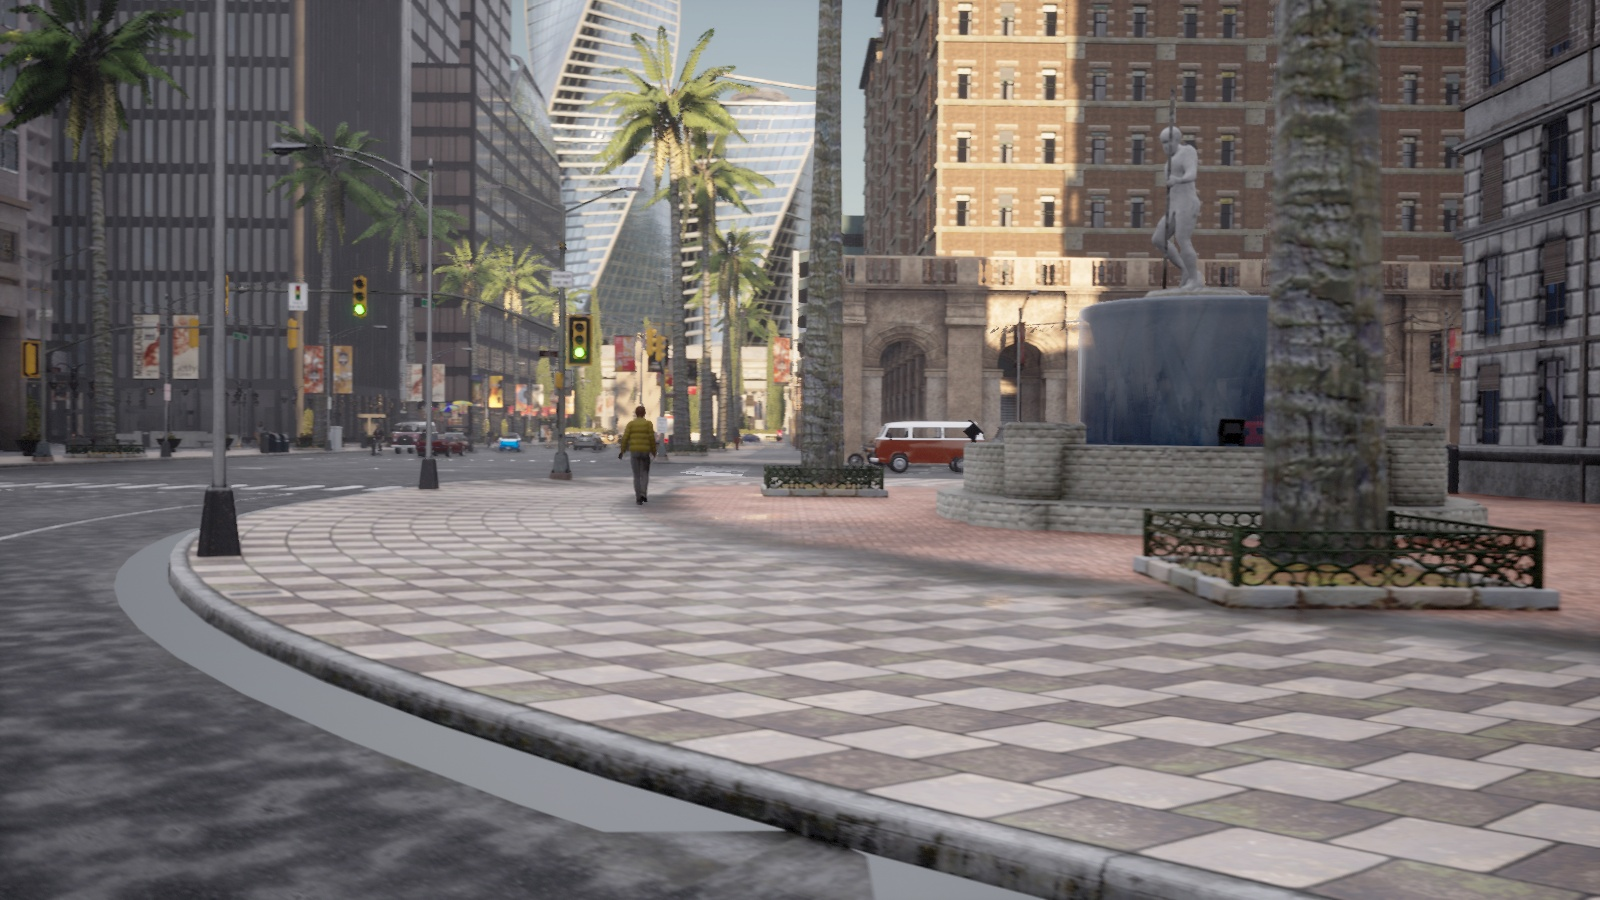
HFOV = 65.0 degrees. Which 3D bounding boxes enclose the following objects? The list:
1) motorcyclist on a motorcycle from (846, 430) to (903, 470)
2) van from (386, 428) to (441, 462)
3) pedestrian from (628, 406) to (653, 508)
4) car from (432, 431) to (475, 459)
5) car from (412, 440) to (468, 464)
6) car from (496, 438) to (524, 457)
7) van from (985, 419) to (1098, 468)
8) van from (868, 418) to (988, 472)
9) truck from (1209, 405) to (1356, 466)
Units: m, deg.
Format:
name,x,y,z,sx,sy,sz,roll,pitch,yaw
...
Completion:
name,x,y,z,sx,sy,sz,roll,pitch,yaw
motorcyclist on a motorcycle,3.131,-0.016,52.919,2.350,1.649,0.766,-1,1,0
van,-24.069,-0.338,78.419,2.069,2.038,4.480,0,1,0
pedestrian,-2.907,0.122,22.945,0.370,1.835,0.726,0,1,-1
car,-24.116,-0.382,87.591,1.905,1.878,3.866,0,1,0
car,-20.535,0.093,71.836,1.895,1.301,4.718,0,1,-1
car,-20.624,-0.175,89.394,1.481,1.376,2.207,0,0,0
van,10.169,-0.275,53.032,4.442,1.987,1.775,0,1,0
van,5.009,-0.216,49.524,4.480,2.038,2.069,0,1,0
truck,20.329,-0.601,53.148,5.204,2.467,2.627,0,1,0
